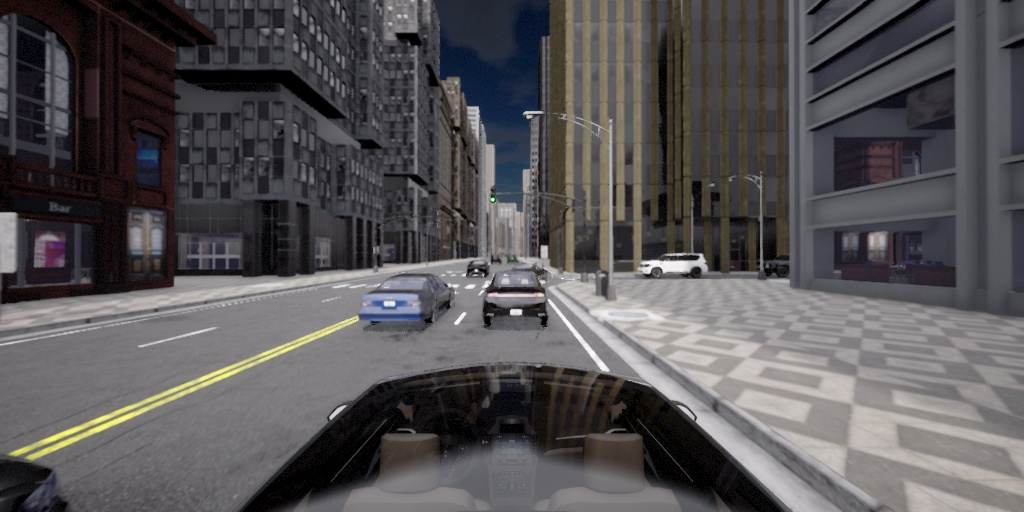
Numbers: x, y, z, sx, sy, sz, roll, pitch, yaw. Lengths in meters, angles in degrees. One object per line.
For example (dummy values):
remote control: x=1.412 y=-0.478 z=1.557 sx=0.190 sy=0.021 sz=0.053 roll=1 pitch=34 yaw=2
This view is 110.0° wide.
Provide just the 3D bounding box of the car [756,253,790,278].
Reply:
car: x=24.086 y=0.752 z=30.602 sx=5.566 sy=2.045 sz=2.150 roll=0 pitch=0 yaw=0

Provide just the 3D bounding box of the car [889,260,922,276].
car: x=34.704 y=1.036 z=30.612 sx=5.357 sy=1.411 sz=2.033 roll=0 pitch=0 yaw=0

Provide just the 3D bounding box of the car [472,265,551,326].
car: x=0.104 y=1.210 z=11.553 sx=2.128 sy=1.511 sz=4.902 roll=0 pitch=0 yaw=0

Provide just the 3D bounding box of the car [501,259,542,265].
car: x=1.233 y=1.159 z=23.506 sx=2.128 sy=1.511 sz=4.902 roll=0 pitch=0 yaw=17

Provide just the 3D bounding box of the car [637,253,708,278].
car: x=13.660 y=0.797 z=30.579 sx=5.566 sy=2.045 sz=2.150 roll=0 pitch=0 yaw=0

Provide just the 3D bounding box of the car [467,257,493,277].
car: x=-3.139 y=1.100 z=34.000 sx=1.882 sy=1.535 sz=5.008 roll=0 pitch=1 yaw=0

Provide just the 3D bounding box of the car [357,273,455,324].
car: x=-3.150 y=1.265 z=11.733 sx=2.033 sy=1.411 sz=5.357 roll=0 pitch=0 yaw=0
